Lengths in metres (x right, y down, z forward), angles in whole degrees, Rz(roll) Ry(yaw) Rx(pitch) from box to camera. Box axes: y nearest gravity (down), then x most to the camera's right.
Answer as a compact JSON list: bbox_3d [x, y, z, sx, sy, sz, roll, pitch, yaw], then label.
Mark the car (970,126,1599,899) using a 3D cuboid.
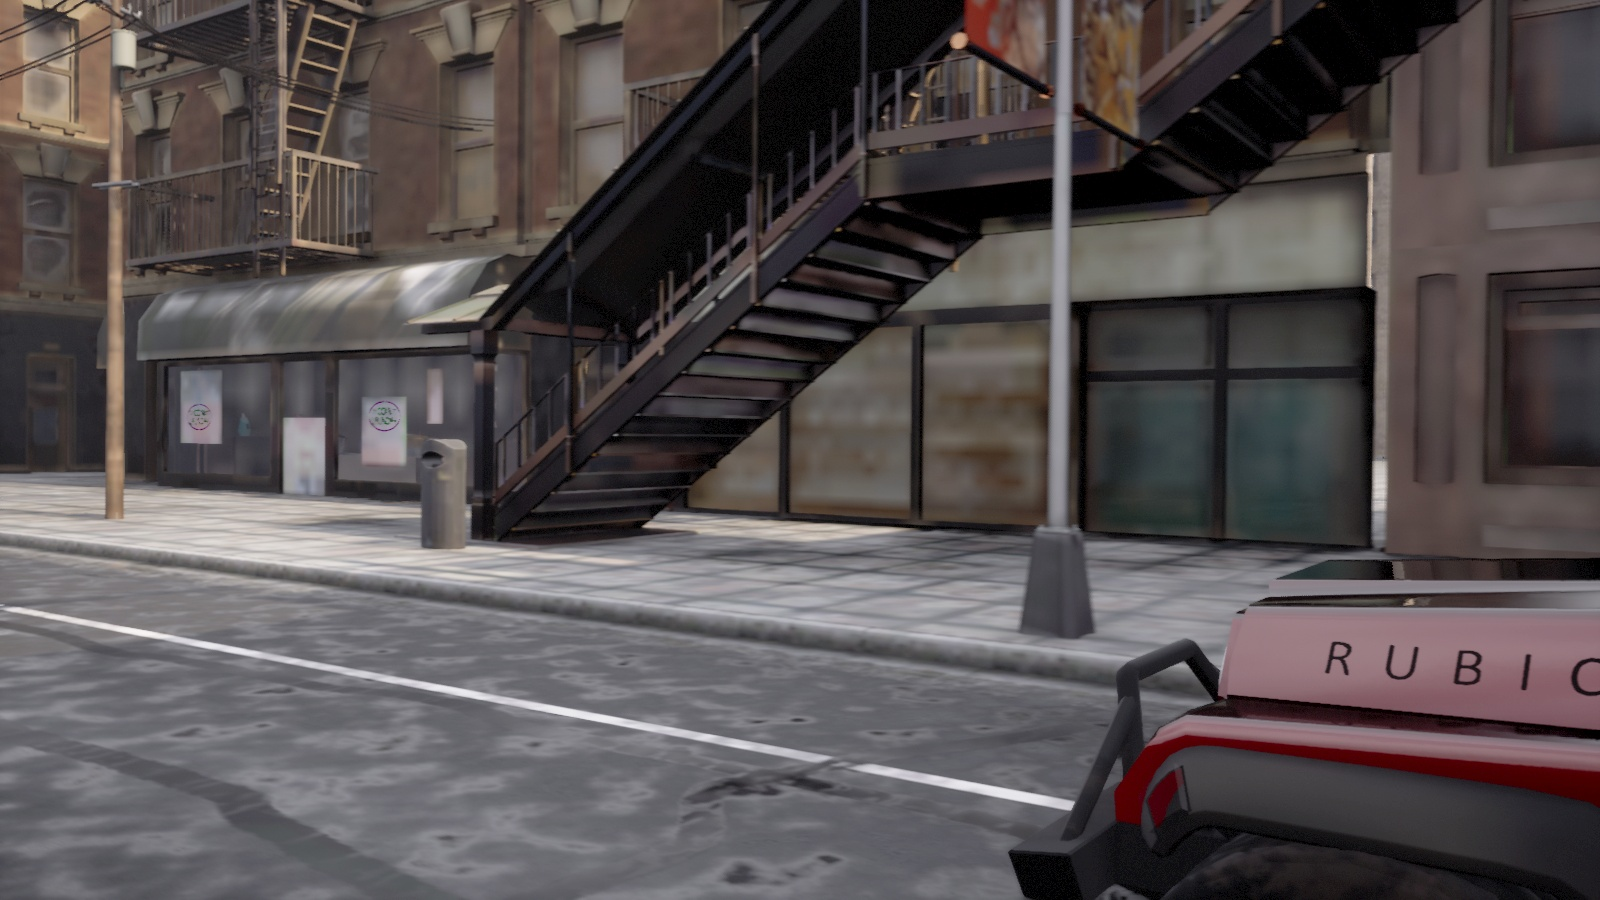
[{"bbox_3d":[2.446,0.482,1.952,3.866,1.878,1.905,0,1,34],"label":"car"}]
